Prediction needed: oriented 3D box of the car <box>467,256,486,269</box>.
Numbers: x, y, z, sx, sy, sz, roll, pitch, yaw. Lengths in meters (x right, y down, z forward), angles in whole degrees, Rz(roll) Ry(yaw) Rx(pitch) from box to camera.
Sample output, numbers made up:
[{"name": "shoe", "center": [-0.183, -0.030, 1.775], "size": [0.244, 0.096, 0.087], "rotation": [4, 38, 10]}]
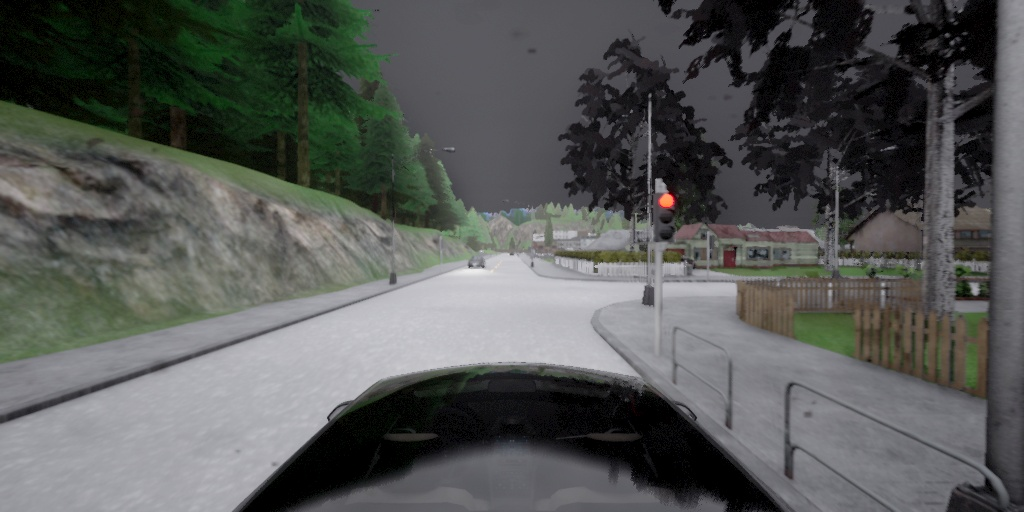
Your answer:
[{"name": "car", "center": [-4.009, 0.711, 41.366], "size": [2.128, 1.511, 4.902], "rotation": [0, 2, 0]}]
